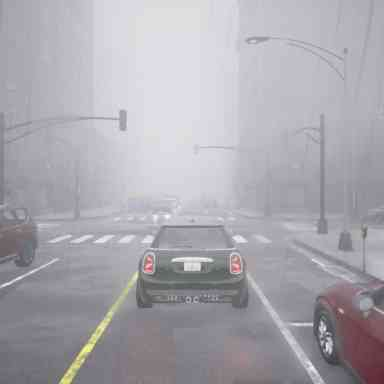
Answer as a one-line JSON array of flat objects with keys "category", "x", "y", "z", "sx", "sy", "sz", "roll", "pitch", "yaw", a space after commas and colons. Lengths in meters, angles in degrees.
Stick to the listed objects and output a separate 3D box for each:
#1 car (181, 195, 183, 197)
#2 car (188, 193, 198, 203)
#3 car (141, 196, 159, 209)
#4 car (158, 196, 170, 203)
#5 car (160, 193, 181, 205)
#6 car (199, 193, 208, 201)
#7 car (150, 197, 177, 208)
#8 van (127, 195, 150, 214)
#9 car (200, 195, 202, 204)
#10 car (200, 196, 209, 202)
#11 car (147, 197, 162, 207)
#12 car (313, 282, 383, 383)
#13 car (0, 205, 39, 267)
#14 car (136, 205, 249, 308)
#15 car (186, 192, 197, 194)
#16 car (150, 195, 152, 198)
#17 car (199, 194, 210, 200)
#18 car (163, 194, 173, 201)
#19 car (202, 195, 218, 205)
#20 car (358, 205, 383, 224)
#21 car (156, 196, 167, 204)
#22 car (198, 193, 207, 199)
[{"category": "car", "x": -3.039, "y": 1.593, "z": 56.538, "sx": 1.895, "sy": 1.301, "sz": 4.718, "roll": 0, "pitch": 0, "yaw": 0}, {"category": "car", "x": 0.107, "y": 1.515, "z": 66.609, "sx": 1.812, "sy": 1.442, "sz": 4.674, "roll": 0, "pitch": 0, "yaw": 0}, {"category": "car", "x": -5.822, "y": 1.434, "z": 46.774, "sx": 1.967, "sy": 1.590, "sz": 4.097, "roll": 0, "pitch": 0, "yaw": 0}, {"category": "car", "x": -5.804, "y": 1.540, "z": 69.158, "sx": 2.008, "sy": 1.369, "sz": 4.403, "roll": 0, "pitch": 0, "yaw": 0}, {"category": "car", "x": -3.066, "y": 1.216, "z": 46.266, "sx": 2.150, "sy": 2.045, "sz": 5.566, "roll": 0, "pitch": 0, "yaw": 0}, {"category": "car", "x": 3.069, "y": 1.210, "z": 86.585, "sx": 2.150, "sy": 2.045, "sz": 5.566, "roll": 0, "pitch": 0, "yaw": 0}, {"category": "car", "x": -3.073, "y": 1.543, "z": 36.039, "sx": 2.033, "sy": 1.411, "sz": 5.357, "roll": 0, "pitch": 0, "yaw": 0}, {"category": "van", "x": -5.830, "y": 1.337, "z": 35.582, "sx": 1.690, "sy": 1.788, "sz": 3.998, "roll": 0, "pitch": 0, "yaw": 0}, {"category": "car", "x": 2.709, "y": 1.544, "z": 52.386, "sx": 2.008, "sy": 1.369, "sz": 4.403, "roll": 0, "pitch": 0, "yaw": 0}, {"category": "car", "x": 2.727, "y": 1.570, "z": 74.763, "sx": 1.802, "sy": 1.307, "sz": 4.206, "roll": 0, "pitch": 0, "yaw": 0}, {"category": "car", "x": -5.817, "y": 1.538, "z": 52.370, "sx": 1.887, "sy": 1.381, "sz": 4.507, "roll": 0, "pitch": 0, "yaw": 0}, {"category": "car", "x": 2.670, "y": 1.440, "z": 3.130, "sx": 1.967, "sy": 1.590, "sz": 4.097, "roll": 0, "pitch": 0, "yaw": 0}, {"category": "car", "x": -5.852, "y": 1.315, "z": 8.635, "sx": 2.192, "sy": 1.841, "sz": 5.009, "roll": 0, "pitch": 0, "yaw": 0}, {"category": "car", "x": 0.016, "y": 1.352, "z": 8.056, "sx": 2.097, "sy": 1.767, "sz": 4.553, "roll": 0, "pitch": 0, "yaw": 0}, {"category": "car", "x": 0.060, "y": 1.362, "z": 76.576, "sx": 1.812, "sy": 1.442, "sz": 4.674, "roll": 0, "pitch": 0, "yaw": 0}, {"category": "car", "x": -5.826, "y": 1.310, "z": 41.179, "sx": 2.192, "sy": 1.841, "sz": 5.009, "roll": 0, "pitch": 0, "yaw": 0}, {"category": "car", "x": 2.713, "y": 1.557, "z": 57.980, "sx": 1.947, "sy": 1.339, "sz": 4.313, "roll": 0, "pitch": 0, "yaw": 0}, {"category": "car", "x": -5.795, "y": 1.302, "z": 80.349, "sx": 2.192, "sy": 1.841, "sz": 5.009, "roll": 0, "pitch": 0, "yaw": 0}, {"category": "car", "x": 2.705, "y": 1.519, "z": 46.961, "sx": 1.752, "sy": 1.417, "sz": 4.829, "roll": 0, "pitch": 0, "yaw": 0}, {"category": "car", "x": 14.395, "y": 1.515, "z": 23.743, "sx": 4.674, "sy": 1.442, "sz": 1.812, "roll": 0, "pitch": 0, "yaw": 1}, {"category": "car", "x": -5.808, "y": 1.516, "z": 63.392, "sx": 1.752, "sy": 1.417, "sz": 4.829, "roll": 0, "pitch": 0, "yaw": 0}, {"category": "car", "x": 2.718, "y": 1.305, "z": 63.574, "sx": 2.192, "sy": 1.841, "sz": 5.009, "roll": 0, "pitch": 0, "yaw": 0}]
